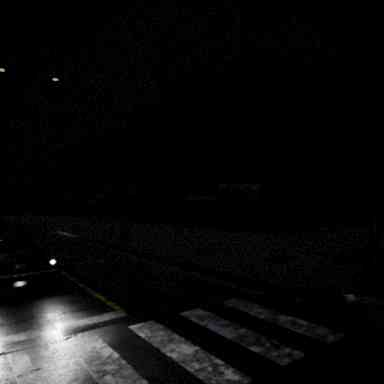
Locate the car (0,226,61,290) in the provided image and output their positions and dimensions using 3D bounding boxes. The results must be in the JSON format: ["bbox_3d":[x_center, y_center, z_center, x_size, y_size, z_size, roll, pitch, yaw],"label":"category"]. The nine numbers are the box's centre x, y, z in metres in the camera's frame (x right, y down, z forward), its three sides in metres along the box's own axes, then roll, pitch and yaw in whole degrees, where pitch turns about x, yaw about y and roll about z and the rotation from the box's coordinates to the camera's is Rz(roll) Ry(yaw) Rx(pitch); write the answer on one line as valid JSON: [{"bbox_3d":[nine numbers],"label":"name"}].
[{"bbox_3d":[-5.199,1.844,9.384,1.895,1.301,4.718,0,-1,-36],"label":"car"}]

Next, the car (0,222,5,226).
[{"bbox_3d":[-10.944,2.108,17.454,1.994,1.385,4.181,-1,-2,-33],"label":"car"}]
